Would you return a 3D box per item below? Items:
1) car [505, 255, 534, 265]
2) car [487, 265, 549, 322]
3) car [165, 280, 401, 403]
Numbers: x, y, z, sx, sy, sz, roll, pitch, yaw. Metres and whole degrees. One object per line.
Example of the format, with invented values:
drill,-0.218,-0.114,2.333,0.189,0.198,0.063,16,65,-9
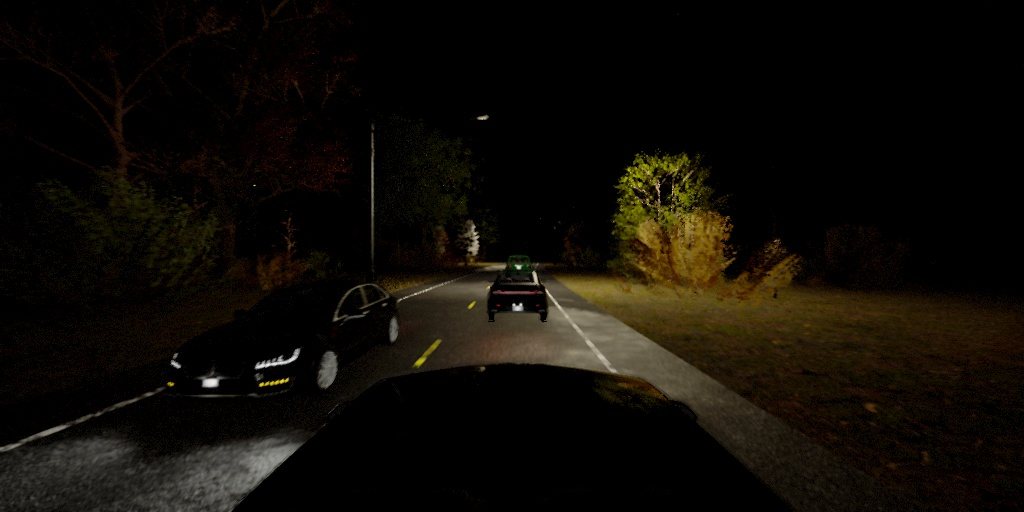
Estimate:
car,0.605,0.979,29.573,2.150,2.045,5.566,0,0,2
car,0.195,1.245,12.400,2.128,1.511,4.902,0,0,1
car,-3.563,1.254,6.685,1.837,1.490,4.892,0,0,0
